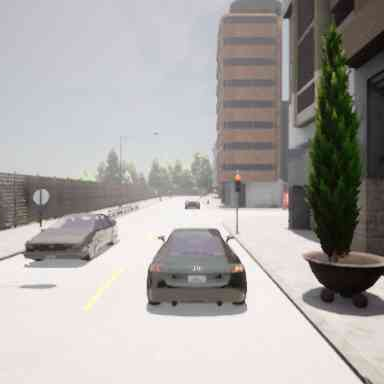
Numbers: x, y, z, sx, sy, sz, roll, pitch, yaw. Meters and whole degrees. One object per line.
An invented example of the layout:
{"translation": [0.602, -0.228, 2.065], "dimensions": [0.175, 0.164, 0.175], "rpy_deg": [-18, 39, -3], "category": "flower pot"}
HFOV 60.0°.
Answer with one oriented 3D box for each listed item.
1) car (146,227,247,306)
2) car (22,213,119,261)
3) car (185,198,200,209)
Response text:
{"translation": [0.088, 1.532, 8.005], "dimensions": [1.994, 1.385, 4.181], "rpy_deg": [0, 0, 0], "category": "car"}
{"translation": [-4.075, 1.498, 12.286], "dimensions": [2.033, 1.411, 5.357], "rpy_deg": [0, 0, 0], "category": "car"}
{"translation": [0.047, 1.437, 41.557], "dimensions": [1.895, 1.301, 4.718], "rpy_deg": [0, 0, 0], "category": "car"}
